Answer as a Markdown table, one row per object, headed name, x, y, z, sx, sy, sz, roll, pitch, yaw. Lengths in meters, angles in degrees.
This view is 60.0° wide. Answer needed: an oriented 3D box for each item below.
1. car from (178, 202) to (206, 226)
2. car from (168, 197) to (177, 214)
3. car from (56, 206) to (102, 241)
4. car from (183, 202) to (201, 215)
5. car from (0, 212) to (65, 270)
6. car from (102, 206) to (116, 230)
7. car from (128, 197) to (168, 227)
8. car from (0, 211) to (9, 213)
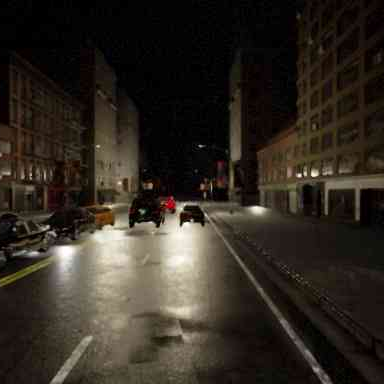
| name | x | y | z | sx | sy | sz | roll | pitch | yaw |
| --- | --- | --- | --- | --- | --- | --- | --- | --- | --- |
| car | 0.008 | 1.742 | 25.320 | 1.837 | 1.490 | 4.892 | 0 | 0 | 0 |
| car | -3.192 | 1.622 | 42.159 | 2.150 | 2.045 | 5.566 | 0 | 0 | 0 |
| car | -6.505 | 1.670 | 17.725 | 1.837 | 1.490 | 4.892 | 0 | -1 | 0 |
| car | 0.047 | 1.926 | 40.136 | 2.033 | 1.411 | 5.357 | 0 | -1 | 0 |
| car | -6.596 | 1.655 | 11.683 | 2.033 | 1.411 | 5.357 | 0 | 0 | 0 |
| car | -6.567 | 1.688 | 22.639 | 1.882 | 1.535 | 5.008 | 0 | -1 | 1 |
| car | -3.248 | 1.455 | 24.738 | 2.150 | 2.045 | 5.566 | 0 | 0 | 0 |
| car | -9.767 | 1.676 | 16.295 | 1.812 | 1.442 | 4.674 | 0 | -1 | 0 |
